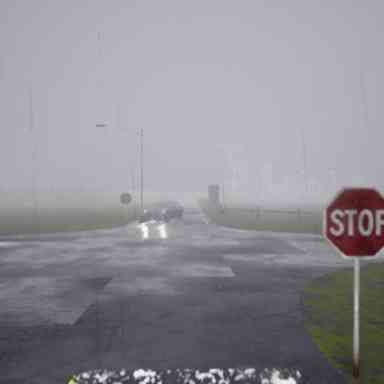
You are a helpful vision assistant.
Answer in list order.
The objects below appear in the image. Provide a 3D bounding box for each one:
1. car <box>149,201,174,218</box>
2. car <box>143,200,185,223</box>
[{"bbox_3d":[-3.030,1.723,33.942,2.128,1.511,4.902,0,0,0],"label":"car"},{"bbox_3d":[-2.287,1.537,27.954,2.097,1.767,4.553,0,0,21],"label":"car"}]
